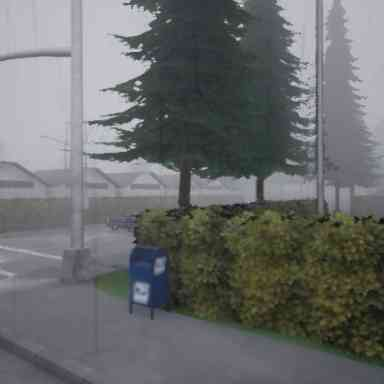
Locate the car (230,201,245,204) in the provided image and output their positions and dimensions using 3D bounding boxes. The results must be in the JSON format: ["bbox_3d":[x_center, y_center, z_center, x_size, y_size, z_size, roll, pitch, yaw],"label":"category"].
[{"bbox_3d":[4.397,1.726,33.471,1.882,1.535,5.008,0,0,36],"label":"car"}]

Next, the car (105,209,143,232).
[{"bbox_3d":[-3.525,1.850,22.495,1.895,1.301,4.718,0,0,36],"label":"car"}]
